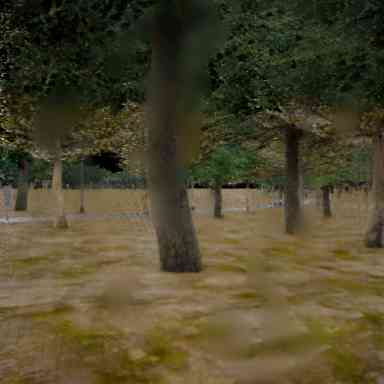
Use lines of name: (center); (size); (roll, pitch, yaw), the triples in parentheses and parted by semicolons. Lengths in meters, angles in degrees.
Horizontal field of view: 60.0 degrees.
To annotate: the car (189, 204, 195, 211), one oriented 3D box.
car: (-1.179, 2.921, 62.998); (2.128, 1.511, 4.902); (-1, -2, 32)
